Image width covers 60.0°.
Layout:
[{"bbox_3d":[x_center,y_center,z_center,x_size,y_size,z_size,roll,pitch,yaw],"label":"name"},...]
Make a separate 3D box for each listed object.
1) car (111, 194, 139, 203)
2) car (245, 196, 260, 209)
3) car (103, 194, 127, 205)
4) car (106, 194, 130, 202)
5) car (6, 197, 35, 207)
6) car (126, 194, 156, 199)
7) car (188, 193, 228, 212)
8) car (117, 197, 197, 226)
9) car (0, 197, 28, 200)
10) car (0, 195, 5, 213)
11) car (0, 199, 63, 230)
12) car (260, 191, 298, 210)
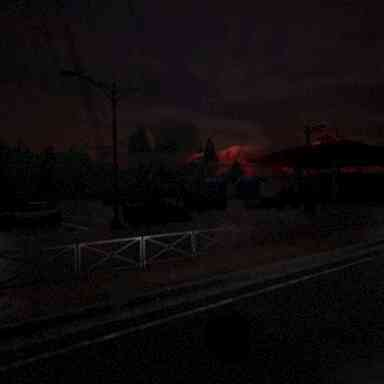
[{"bbox_3d":[-13.133,1.203,65.549,5.027,1.636,2.152,-1,1,-38],"label":"car"},{"bbox_3d":[8.030,1.172,38.610,3.806,1.475,1.970,-1,1,-38],"label":"car"},{"bbox_3d":[-11.870,1.280,51.492,3.633,1.501,1.845,-1,1,-38],"label":"car"},{"bbox_3d":[-15.108,1.219,67.987,4.514,1.523,2.007,-1,1,-38],"label":"car"},{"bbox_3d":[-27.917,1.523,54.158,3.806,1.475,1.970,-1,1,-38],"label":"car"},{"bbox_3d":[-5.743,1.241,43.598,4.514,1.523,2.007,-1,1,-38],"label":"car"},{"bbox_3d":[1.375,1.029,33.350,4.605,1.855,1.932,-1,1,-38],"label":"car"},{"bbox_3d":[-2.224,1.359,21.715,4.514,1.523,2.007,-1,1,-38],"label":"car"},{"bbox_3d":[-14.245,1.338,25.105,5.027,1.636,2.152,-1,1,-38],"label":"car"},{"bbox_3d":[-22.134,1.284,35.178,3.866,1.878,1.905,-1,1,-38],"label":"car"},{"bbox_3d":[-10.032,1.400,20.252,3.806,1.475,1.970,-1,1,-38],"label":"car"},{"bbox_3d":[9.595,0.890,35.613,3.866,1.878,1.905,-1,1,-38],"label":"car"}]
